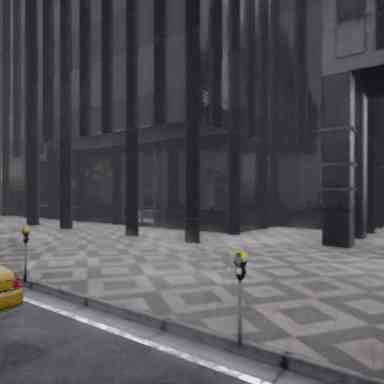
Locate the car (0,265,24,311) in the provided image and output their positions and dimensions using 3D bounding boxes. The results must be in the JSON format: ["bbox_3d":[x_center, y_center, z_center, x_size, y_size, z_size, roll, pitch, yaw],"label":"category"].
[{"bbox_3d":[-5.152,1.527,6.522,4.829,1.417,1.752,0,0,37],"label":"car"}]
